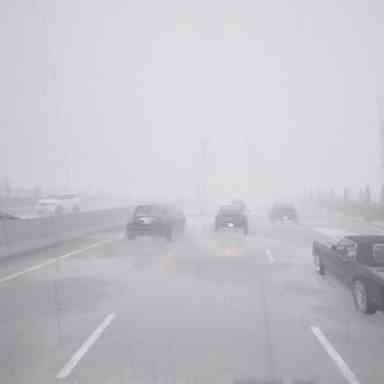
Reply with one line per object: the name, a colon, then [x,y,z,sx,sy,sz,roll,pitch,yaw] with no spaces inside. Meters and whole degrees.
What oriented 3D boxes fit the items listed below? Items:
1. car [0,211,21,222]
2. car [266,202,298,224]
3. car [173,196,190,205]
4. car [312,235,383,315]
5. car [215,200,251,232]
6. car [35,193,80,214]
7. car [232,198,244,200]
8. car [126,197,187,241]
car: [-9.277,1.491,14.466,1.994,1.385,4.181,0,0,8]
car: [6.748,1.514,25.040,1.837,1.490,4.892,0,0,9]
car: [-1.897,1.540,60.242,2.033,1.411,5.357,0,-1,9]
car: [4.161,1.616,7.452,1.895,1.301,4.718,0,0,6]
car: [2.423,1.495,20.059,1.837,1.490,4.892,0,0,9]
car: [-13.354,1.101,33.517,2.150,2.045,5.566,0,0,9]
car: [5.274,1.490,38.000,1.837,1.490,4.892,0,0,9]
car: [-1.630,1.322,16.625,2.097,1.767,4.553,0,0,8]
